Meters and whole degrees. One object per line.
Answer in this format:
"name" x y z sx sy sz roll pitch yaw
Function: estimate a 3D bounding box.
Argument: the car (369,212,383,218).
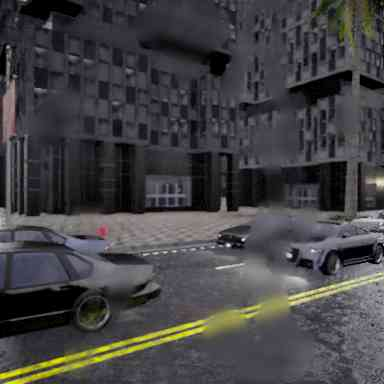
"car" 11.656 1.859 19.953 4.718 1.301 1.895 1 -1 -35

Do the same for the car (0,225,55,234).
"car" -4.734 1.557 8.293 5.357 1.411 2.033 1 0 -35

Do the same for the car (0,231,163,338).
"car" -3.168 1.552 5.392 5.357 1.411 2.033 1 0 -32

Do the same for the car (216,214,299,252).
"car" 3.568 1.672 14.202 5.357 1.411 2.033 1 0 -35

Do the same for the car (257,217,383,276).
"car" 4.412 1.673 10.809 4.181 1.385 1.994 1 0 -35
